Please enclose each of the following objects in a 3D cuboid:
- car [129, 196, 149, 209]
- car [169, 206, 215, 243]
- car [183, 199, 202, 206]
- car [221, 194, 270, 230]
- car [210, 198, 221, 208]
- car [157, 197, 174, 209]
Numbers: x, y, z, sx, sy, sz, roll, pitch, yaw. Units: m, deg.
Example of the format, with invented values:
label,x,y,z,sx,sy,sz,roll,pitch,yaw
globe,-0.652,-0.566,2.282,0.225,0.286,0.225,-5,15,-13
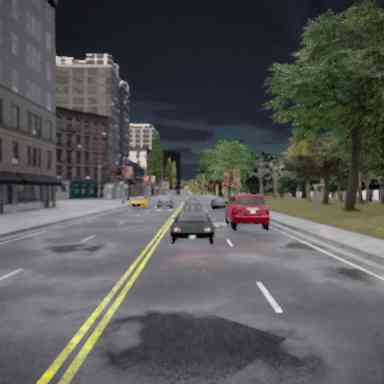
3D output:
label,x,y,z,sx,sy,sz,roll,pitch,yaw
car,-6.579,1.308,41.771,1.882,1.535,5.008,0,0,0
car,0.030,1.541,15.727,1.895,1.301,4.718,0,0,0
car,0.087,1.411,34.284,2.033,1.411,5.357,0,0,0
car,3.323,1.144,20.735,2.150,2.045,5.566,0,1,0
car,3.347,1.397,41.232,1.994,1.385,4.181,0,0,0
car,-3.330,1.356,41.903,1.812,1.442,4.674,0,0,0
